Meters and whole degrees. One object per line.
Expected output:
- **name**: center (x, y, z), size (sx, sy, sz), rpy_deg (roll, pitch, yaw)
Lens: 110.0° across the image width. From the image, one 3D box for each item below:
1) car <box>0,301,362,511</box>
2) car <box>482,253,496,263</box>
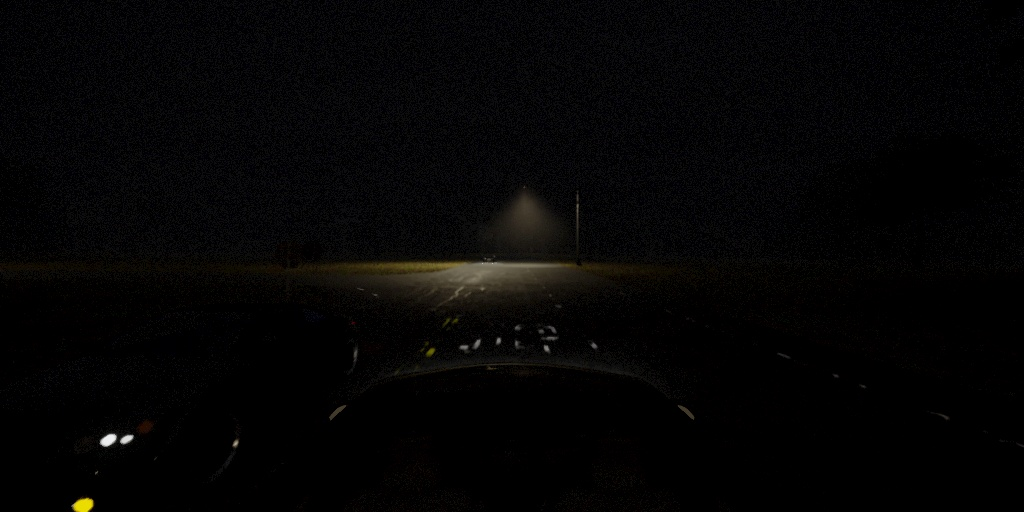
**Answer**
- **car**: center (-3.500, 1.282, 4.301), size (1.994, 1.385, 4.181), rpy_deg (0, 1, 0)
- **car**: center (-3.648, 0.345, 58.235), size (1.837, 1.490, 4.892), rpy_deg (0, 1, 0)
